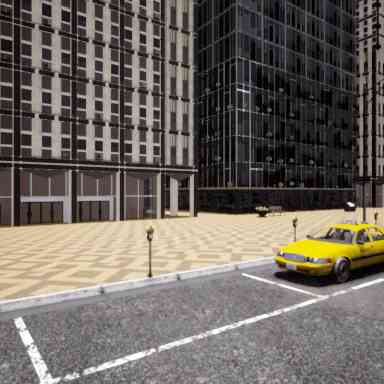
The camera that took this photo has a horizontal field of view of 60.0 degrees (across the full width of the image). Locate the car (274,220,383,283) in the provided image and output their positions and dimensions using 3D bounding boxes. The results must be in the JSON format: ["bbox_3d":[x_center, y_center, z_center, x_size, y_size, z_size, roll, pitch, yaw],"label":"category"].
[{"bbox_3d":[4.444,1.526,9.679,4.829,1.417,1.752,0,0,-35],"label":"car"}]
